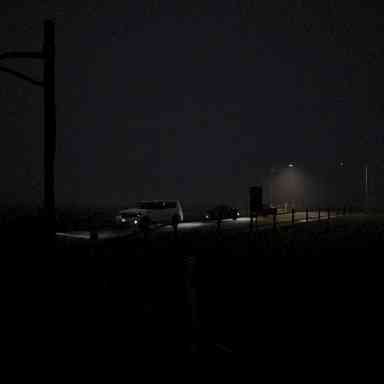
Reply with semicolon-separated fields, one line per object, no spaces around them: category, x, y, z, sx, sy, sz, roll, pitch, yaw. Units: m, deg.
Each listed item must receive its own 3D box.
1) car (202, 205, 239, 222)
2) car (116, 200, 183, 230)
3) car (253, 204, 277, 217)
car;2.841;2.067;32.552;2.128;1.511;4.902;0;-1;36
car;-2.973;1.608;24.612;2.150;2.045;5.566;0;-1;36
car;8.869;2.266;40.782;2.128;1.511;4.902;0;-1;36
